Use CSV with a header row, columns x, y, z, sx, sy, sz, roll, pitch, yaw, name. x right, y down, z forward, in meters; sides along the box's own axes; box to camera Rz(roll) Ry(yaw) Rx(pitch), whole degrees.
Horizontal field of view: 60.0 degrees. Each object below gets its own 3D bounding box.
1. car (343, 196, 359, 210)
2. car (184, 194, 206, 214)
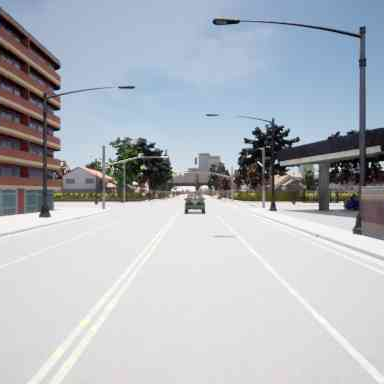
x,y,z,sx,sy,sz,roll,pitch,yaw,name
20.506,1.329,39.435,4.611,1.667,2.242,0,0,2,car
0.316,1.253,36.520,2.150,2.045,5.566,0,0,0,car
